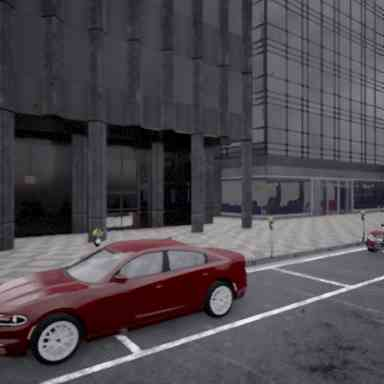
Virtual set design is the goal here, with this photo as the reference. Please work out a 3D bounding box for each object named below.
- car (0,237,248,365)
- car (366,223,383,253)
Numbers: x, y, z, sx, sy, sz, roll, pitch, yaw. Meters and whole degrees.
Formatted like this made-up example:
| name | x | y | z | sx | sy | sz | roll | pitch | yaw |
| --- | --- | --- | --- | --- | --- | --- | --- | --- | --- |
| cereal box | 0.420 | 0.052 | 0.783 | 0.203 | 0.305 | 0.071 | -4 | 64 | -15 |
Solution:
| name | x | y | z | sx | sy | sz | roll | pitch | yaw |
| --- | --- | --- | --- | --- | --- | --- | --- | --- | --- |
| car | -1.016 | 1.538 | 5.807 | 4.507 | 1.381 | 1.887 | 0 | 0 | -35 |
| car | 8.168 | 1.545 | 12.354 | 4.206 | 1.307 | 1.802 | 0 | 0 | -35 |
